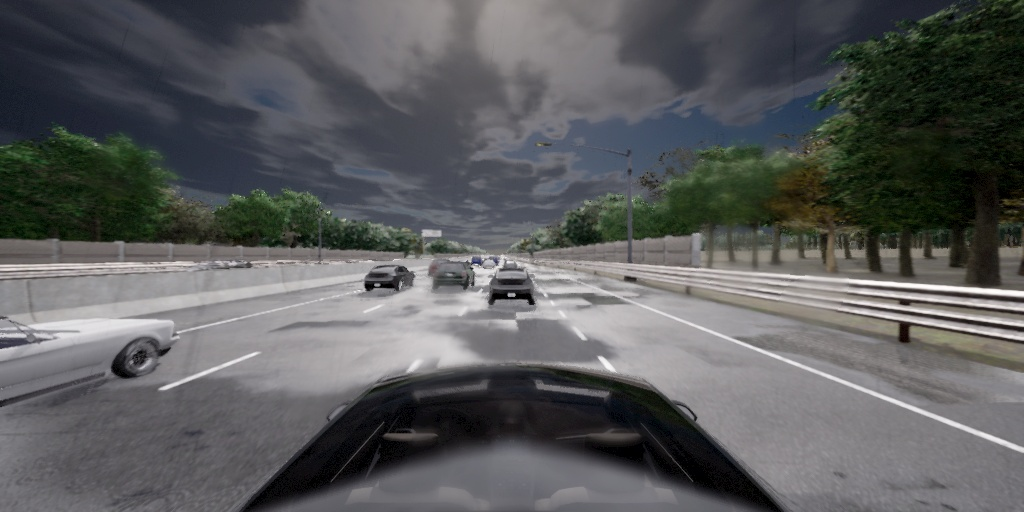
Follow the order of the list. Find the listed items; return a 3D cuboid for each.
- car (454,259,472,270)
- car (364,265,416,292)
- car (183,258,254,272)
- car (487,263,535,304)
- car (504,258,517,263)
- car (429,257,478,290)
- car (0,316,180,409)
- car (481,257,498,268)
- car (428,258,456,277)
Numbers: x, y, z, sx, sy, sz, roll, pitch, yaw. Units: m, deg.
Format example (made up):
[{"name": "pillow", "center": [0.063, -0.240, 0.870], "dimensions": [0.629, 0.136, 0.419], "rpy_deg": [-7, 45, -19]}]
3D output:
[{"name": "car", "center": [-7.282, 1.255, 53.927], "dimensions": [2.128, 1.511, 4.902], "rpy_deg": [0, 0, -1]}, {"name": "car", "center": [-7.040, 1.263, 21.138], "dimensions": [1.837, 1.490, 4.892], "rpy_deg": [0, 0, 0]}, {"name": "car", "center": [-21.062, 0.899, 25.937], "dimensions": [2.128, 1.511, 4.902], "rpy_deg": [0, 0, 0]}, {"name": "car", "center": [-0.023, 1.261, 16.280], "dimensions": [1.837, 1.490, 4.892], "rpy_deg": [0, 0, 0]}, {"name": "car", "center": [-0.257, 1.323, 51.458], "dimensions": [1.994, 1.385, 4.181], "rpy_deg": [0, 0, -1]}, {"name": "car", "center": [-3.546, 1.107, 22.639], "dimensions": [2.097, 1.767, 4.553], "rpy_deg": [0, 0, 0]}, {"name": "car", "center": [-7.000, 1.354, 4.368], "dimensions": [1.895, 1.301, 4.718], "rpy_deg": [0, 0, 0]}, {"name": "car", "center": [-3.865, 1.300, 61.098], "dimensions": [1.812, 1.442, 4.674], "rpy_deg": [0, 0, -1]}, {"name": "car", "center": [-7.131, 1.105, 37.062], "dimensions": [2.097, 1.767, 4.553], "rpy_deg": [0, 0, 0]}]
